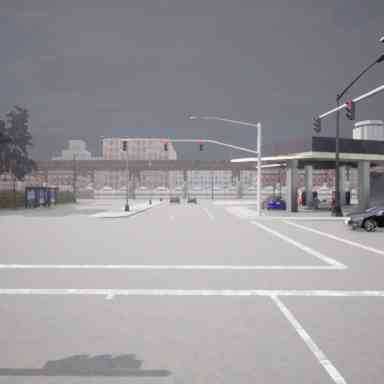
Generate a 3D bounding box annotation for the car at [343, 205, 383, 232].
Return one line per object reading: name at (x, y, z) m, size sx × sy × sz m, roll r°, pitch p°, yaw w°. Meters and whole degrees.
car at (11.438, 1.491, 19.439) m, size 4.902 × 1.511 × 2.128 m, roll 0°, pitch 0°, yaw -1°

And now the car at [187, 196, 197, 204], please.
car at (0.015, 1.547, 64.301) m, size 2.033 × 1.411 × 5.357 m, roll 0°, pitch 0°, yaw 0°

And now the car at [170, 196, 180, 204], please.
car at (-3.383, 1.491, 66.222) m, size 2.128 × 1.511 × 4.902 m, roll 0°, pitch 0°, yaw 0°

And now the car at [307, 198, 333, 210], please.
car at (15.464, 1.456, 40.384) m, size 1.970 × 1.475 × 3.806 m, roll 0°, pitch 0°, yaw 0°

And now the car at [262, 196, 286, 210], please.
car at (9.719, 1.295, 39.623) m, size 2.242 × 1.667 × 4.611 m, roll 0°, pitch 0°, yaw 0°
